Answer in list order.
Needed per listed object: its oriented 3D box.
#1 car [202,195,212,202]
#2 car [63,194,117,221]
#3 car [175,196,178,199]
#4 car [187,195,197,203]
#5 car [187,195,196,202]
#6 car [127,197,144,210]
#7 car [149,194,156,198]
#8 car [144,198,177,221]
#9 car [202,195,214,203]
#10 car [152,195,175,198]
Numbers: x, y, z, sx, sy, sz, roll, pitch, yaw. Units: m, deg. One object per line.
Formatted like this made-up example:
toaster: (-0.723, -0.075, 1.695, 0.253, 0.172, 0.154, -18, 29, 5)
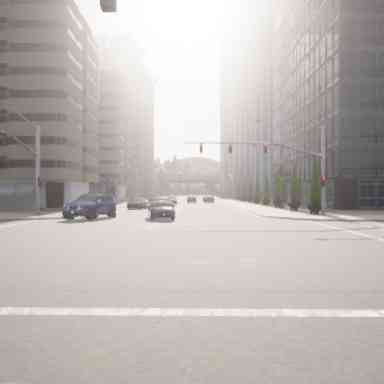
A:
car: (3.453, 1.458, 76.372, 1.994, 1.385, 4.181, 0, 0, 0)
car: (-8.113, 1.176, 27.087, 2.150, 2.045, 5.566, 0, -1, 14)
car: (-3.612, 1.452, 59.215, 1.837, 1.490, 4.892, 0, 0, 0)
car: (-0.041, 1.416, 66.868, 1.882, 1.535, 5.008, 0, 0, 0)
car: (-0.047, 1.452, 76.196, 1.994, 1.385, 4.181, 0, 0, 0)
car: (-7.120, 1.439, 42.769, 1.882, 1.535, 5.008, 0, 1, 0)
car: (-7.083, 1.293, 63.041, 2.097, 1.767, 4.553, 0, 0, 0)
car: (-2.527, 1.450, 26.407, 1.837, 1.490, 4.892, 0, -1, -12)
car: (3.458, 1.443, 67.704, 1.837, 1.490, 4.892, 0, 0, 0)
car: (-3.621, 1.438, 42.655, 1.882, 1.535, 5.008, 0, 0, 0)
